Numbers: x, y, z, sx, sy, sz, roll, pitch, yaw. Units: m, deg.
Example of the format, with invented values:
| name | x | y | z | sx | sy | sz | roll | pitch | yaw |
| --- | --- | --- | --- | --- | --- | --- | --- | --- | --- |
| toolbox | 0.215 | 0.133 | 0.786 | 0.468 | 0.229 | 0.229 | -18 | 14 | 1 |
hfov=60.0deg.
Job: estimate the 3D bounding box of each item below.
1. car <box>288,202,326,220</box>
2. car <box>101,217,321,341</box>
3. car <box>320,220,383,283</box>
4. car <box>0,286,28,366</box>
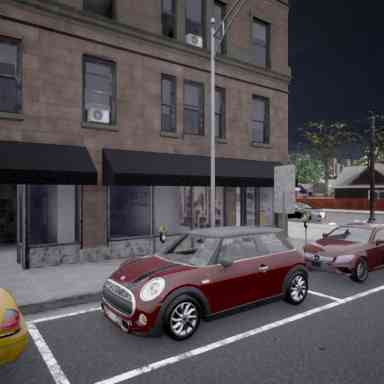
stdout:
| name | x | y | z | sx | sy | sz | roll | pitch | yaw |
| --- | --- | --- | --- | --- | --- | --- | --- | --- | --- |
| car | 8.436 | 1.592 | 27.073 | 2.128 | 1.511 | 4.902 | 0 | 0 | -37 |
| car | 0.357 | 1.440 | 6.438 | 4.097 | 1.590 | 1.967 | 0 | 0 | -35 |
| car | 4.854 | 1.582 | 9.638 | 4.206 | 1.307 | 1.802 | 0 | 0 | -35 |
| car | -4.278 | 1.525 | 3.140 | 4.829 | 1.417 | 1.752 | 0 | 0 | -35 |
